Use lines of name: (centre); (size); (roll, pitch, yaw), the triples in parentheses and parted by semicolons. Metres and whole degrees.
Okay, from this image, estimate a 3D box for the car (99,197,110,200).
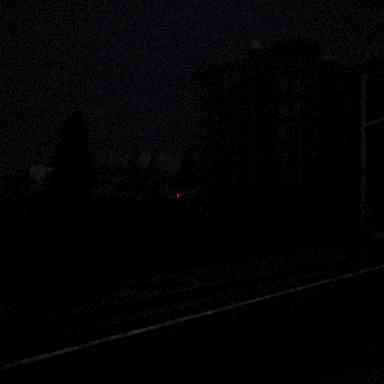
car: (-15.720, 1.724, 63.875); (4.674, 1.442, 1.812); (1, 0, -38)
